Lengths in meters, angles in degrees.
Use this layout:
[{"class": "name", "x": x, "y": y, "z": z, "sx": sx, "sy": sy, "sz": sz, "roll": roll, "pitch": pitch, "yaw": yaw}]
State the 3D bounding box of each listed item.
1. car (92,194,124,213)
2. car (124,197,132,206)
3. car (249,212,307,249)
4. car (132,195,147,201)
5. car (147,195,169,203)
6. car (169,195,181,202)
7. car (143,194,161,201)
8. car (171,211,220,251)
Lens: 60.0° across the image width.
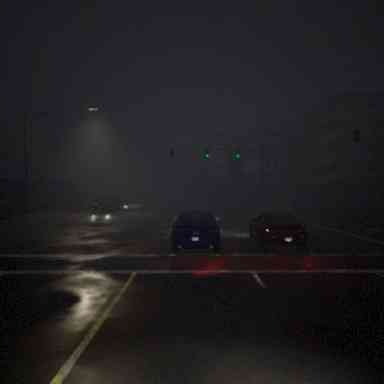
[{"class": "car", "x": -9.951, "y": 1.294, "z": 38.966, "sx": 2.150, "sy": 2.045, "sz": 5.566, "roll": 0, "pitch": 0, "yaw": 0}, {"class": "car", "x": -11.794, "y": 1.599, "z": 55.878, "sx": 1.994, "sy": 1.385, "sz": 4.181, "roll": 0, "pitch": 0, "yaw": -17}, {"class": "car", "x": 3.709, "y": 1.597, "z": 14.807, "sx": 1.812, "sy": 1.442, "sz": 4.674, "roll": 0, "pitch": 0, "yaw": 2}, {"class": "car", "x": -12.602, "y": 1.370, "z": 78.141, "sx": 1.837, "sy": 1.490, "sz": 4.892, "roll": 0, "pitch": 0, "yaw": -45}, {"class": "car", "x": -7.332, "y": 1.515, "z": 71.363, "sx": 1.812, "sy": 1.442, "sz": 4.674, "roll": 0, "pitch": 0, "yaw": -32}, {"class": "car", "x": -4.236, "y": 1.483, "z": 72.998, "sx": 1.837, "sy": 1.490, "sz": 4.892, "roll": 0, "pitch": 0, "yaw": -32}, {"class": "car", "x": -9.689, "y": 1.345, "z": 80.153, "sx": 1.812, "sy": 1.442, "sz": 4.674, "roll": 0, "pitch": 0, "yaw": -45}, {"class": "car", "x": 0.199, "y": 1.555, "z": 14.578, "sx": 1.882, "sy": 1.535, "sz": 5.008, "roll": 0, "pitch": 0, "yaw": 2}]
